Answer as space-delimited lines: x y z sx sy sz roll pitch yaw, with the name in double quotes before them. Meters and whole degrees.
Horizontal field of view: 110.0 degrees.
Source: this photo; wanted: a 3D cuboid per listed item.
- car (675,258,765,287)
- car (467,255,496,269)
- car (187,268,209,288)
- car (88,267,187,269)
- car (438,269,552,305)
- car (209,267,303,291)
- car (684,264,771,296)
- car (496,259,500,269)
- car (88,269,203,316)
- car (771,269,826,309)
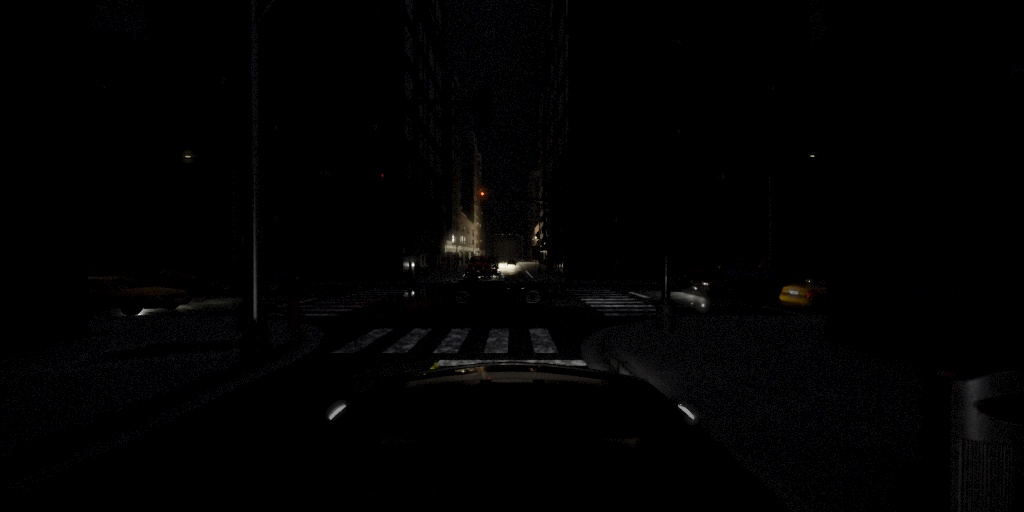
"car" 12.314 1.032 20.958 5.009 1.841 2.192 0 0 0
"car" -2.911 0.963 33.524 2.150 2.045 5.566 0 0 0
"car" -19.982 1.327 20.939 4.207 1.307 1.802 0 0 0
"car" -17.496 1.247 15.450 5.008 1.535 1.882 0 0 0
"car" -0.664 1.350 15.461 4.718 1.301 1.895 0 0 0
"car" -14.569 1.307 20.942 4.313 1.339 1.948 0 0 0
"car" 12.134 1.277 18.382 5.357 1.411 2.033 0 0 3
"car" -2.929 0.956 43.913 2.150 2.045 5.566 0 0 0
"car" -14.403 1.304 12.917 4.829 1.417 1.751 0 0 0
"car" 12.480 1.280 12.933 4.829 1.417 1.751 0 0 0
